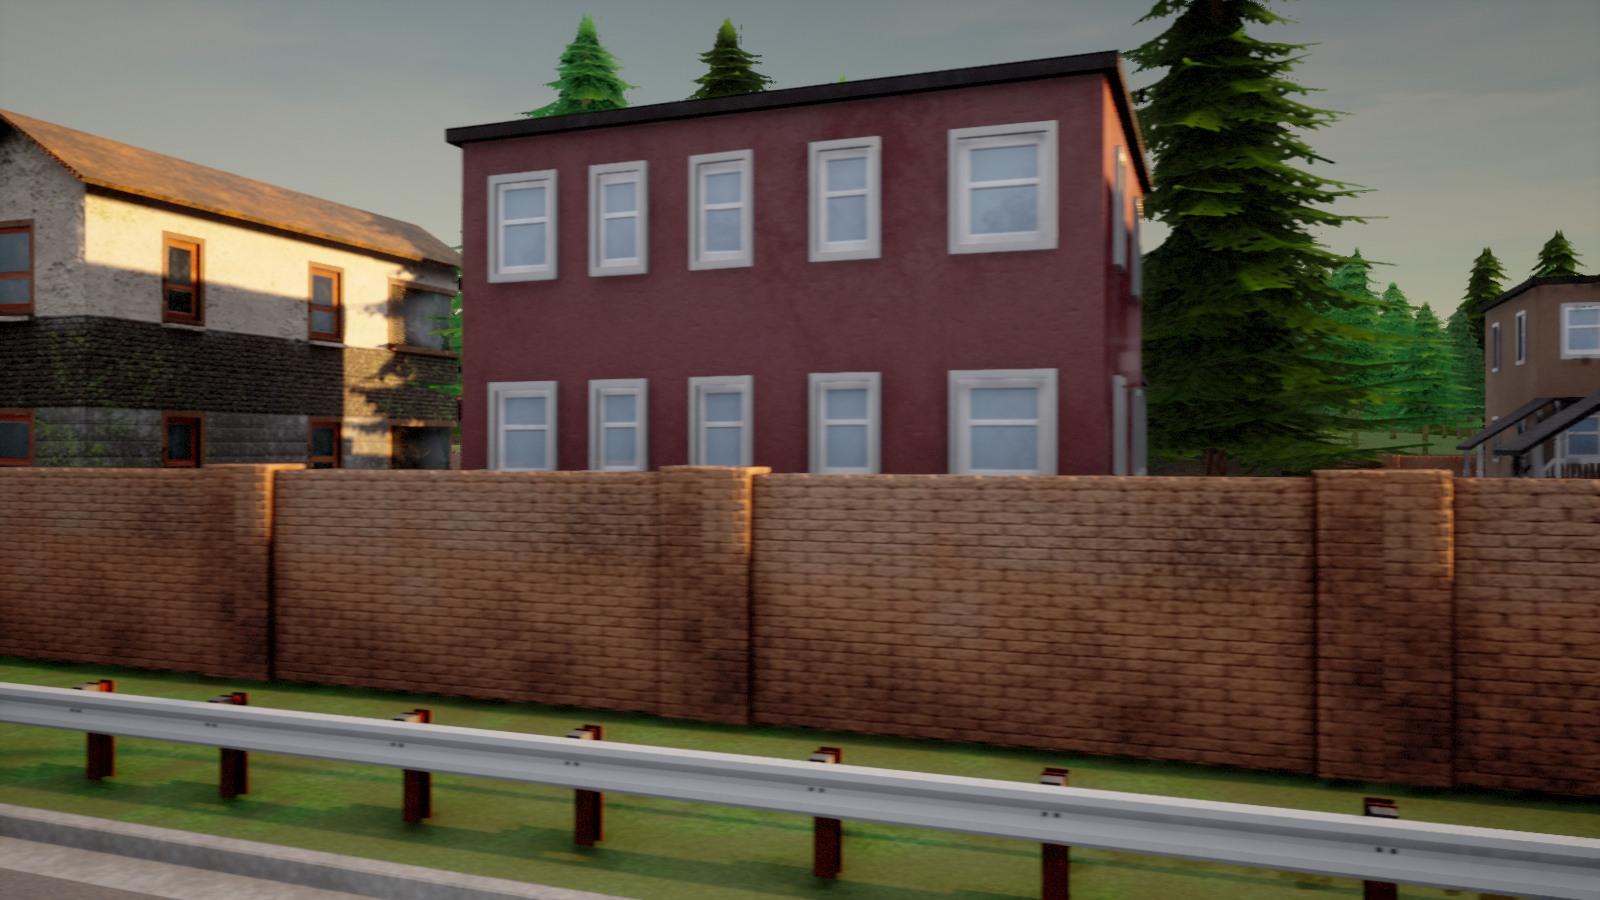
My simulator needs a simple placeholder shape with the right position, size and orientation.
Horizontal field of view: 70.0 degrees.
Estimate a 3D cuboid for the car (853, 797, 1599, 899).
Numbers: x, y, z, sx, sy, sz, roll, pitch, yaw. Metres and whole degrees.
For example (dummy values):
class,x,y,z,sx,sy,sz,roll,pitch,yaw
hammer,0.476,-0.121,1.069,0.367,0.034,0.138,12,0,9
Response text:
class,x,y,z,sx,sy,sz,roll,pitch,yaw
car,2.277,2.039,2.485,4.514,1.525,2.007,0,0,20
